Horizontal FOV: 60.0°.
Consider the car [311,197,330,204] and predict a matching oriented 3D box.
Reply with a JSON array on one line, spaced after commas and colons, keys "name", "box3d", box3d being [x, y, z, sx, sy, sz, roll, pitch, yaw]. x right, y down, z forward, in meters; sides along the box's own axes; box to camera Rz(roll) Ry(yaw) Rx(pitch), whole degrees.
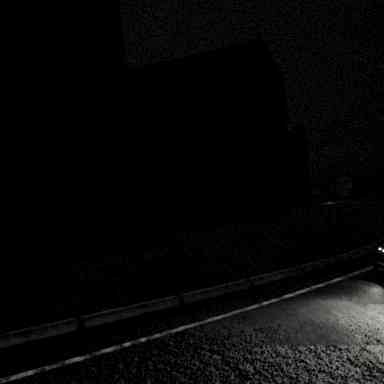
[{"name": "car", "box3d": [27.622, 1.733, 72.038, 2.033, 1.411, 5.357, -6, -2, -10]}]

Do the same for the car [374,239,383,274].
[{"name": "car", "box3d": [6.727, 1.367, 9.111, 4.902, 1.511, 2.128, -2, 1, -40]}]
